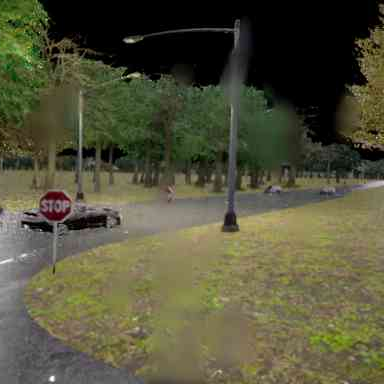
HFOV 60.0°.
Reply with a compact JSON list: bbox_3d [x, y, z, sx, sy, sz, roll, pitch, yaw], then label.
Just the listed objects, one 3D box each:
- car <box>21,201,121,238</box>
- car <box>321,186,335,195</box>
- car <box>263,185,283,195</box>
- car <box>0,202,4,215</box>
[{"bbox_3d":[-5.668,1.208,16.212,2.128,1.511,4.902,4,3,35],"label":"car"},{"bbox_3d":[24.634,-0.316,60.156,1.994,1.385,4.181,3,4,29],"label":"car"},{"bbox_3d":[13.467,-0.327,54.989,1.837,1.490,4.892,4,6,35],"label":"car"},{"bbox_3d":[-12.865,0.981,18.139,1.812,1.442,4.674,4,4,35],"label":"car"}]
